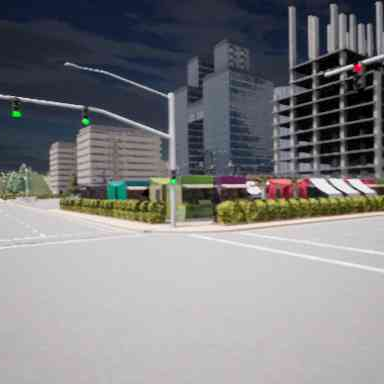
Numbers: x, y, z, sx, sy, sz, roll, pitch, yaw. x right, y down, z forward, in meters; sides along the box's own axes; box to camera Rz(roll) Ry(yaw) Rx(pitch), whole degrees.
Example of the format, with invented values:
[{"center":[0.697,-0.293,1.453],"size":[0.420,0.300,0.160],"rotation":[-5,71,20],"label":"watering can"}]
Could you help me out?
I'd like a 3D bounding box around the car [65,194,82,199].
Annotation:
[{"center":[-24.851,1.349,72.661],"size":[3.866,1.878,1.905],"rotation":[-1,0,-35],"label":"car"}]
